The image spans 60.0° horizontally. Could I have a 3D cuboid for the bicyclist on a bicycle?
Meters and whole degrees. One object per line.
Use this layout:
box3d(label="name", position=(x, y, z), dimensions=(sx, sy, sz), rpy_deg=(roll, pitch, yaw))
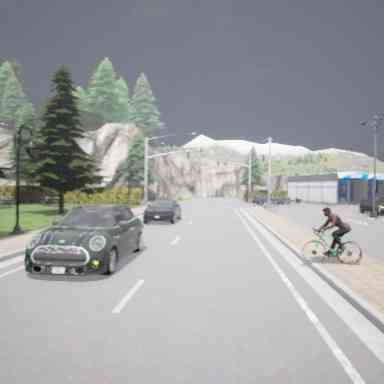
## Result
box3d(label="bicyclist on a bicycle", position=(3.946, 1.256, 9.371), dimensions=(1.656, 1.620, 0.582), rpy_deg=(1, 1, 5))

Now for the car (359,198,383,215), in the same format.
box3d(label="car", position=(16.654, 1.271, 29.802), dimensions=(2.007, 1.523, 4.514), rpy_deg=(1, 1, 5))

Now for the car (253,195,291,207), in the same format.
box3d(label="car", position=(10.447, 1.152, 43.487), dimensions=(4.902, 1.511, 2.128), rpy_deg=(1, 0, -1))

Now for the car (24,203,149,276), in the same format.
box3d(label="car", position=(-2.884, 1.181, 9.876), dimensions=(2.097, 1.767, 4.553), rpy_deg=(1, 1, 5))

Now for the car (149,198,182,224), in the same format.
box3d(label="car", position=(-1.845, 1.179, 22.112), dimensions=(1.882, 1.535, 5.008), rpy_deg=(1, 0, 5))
